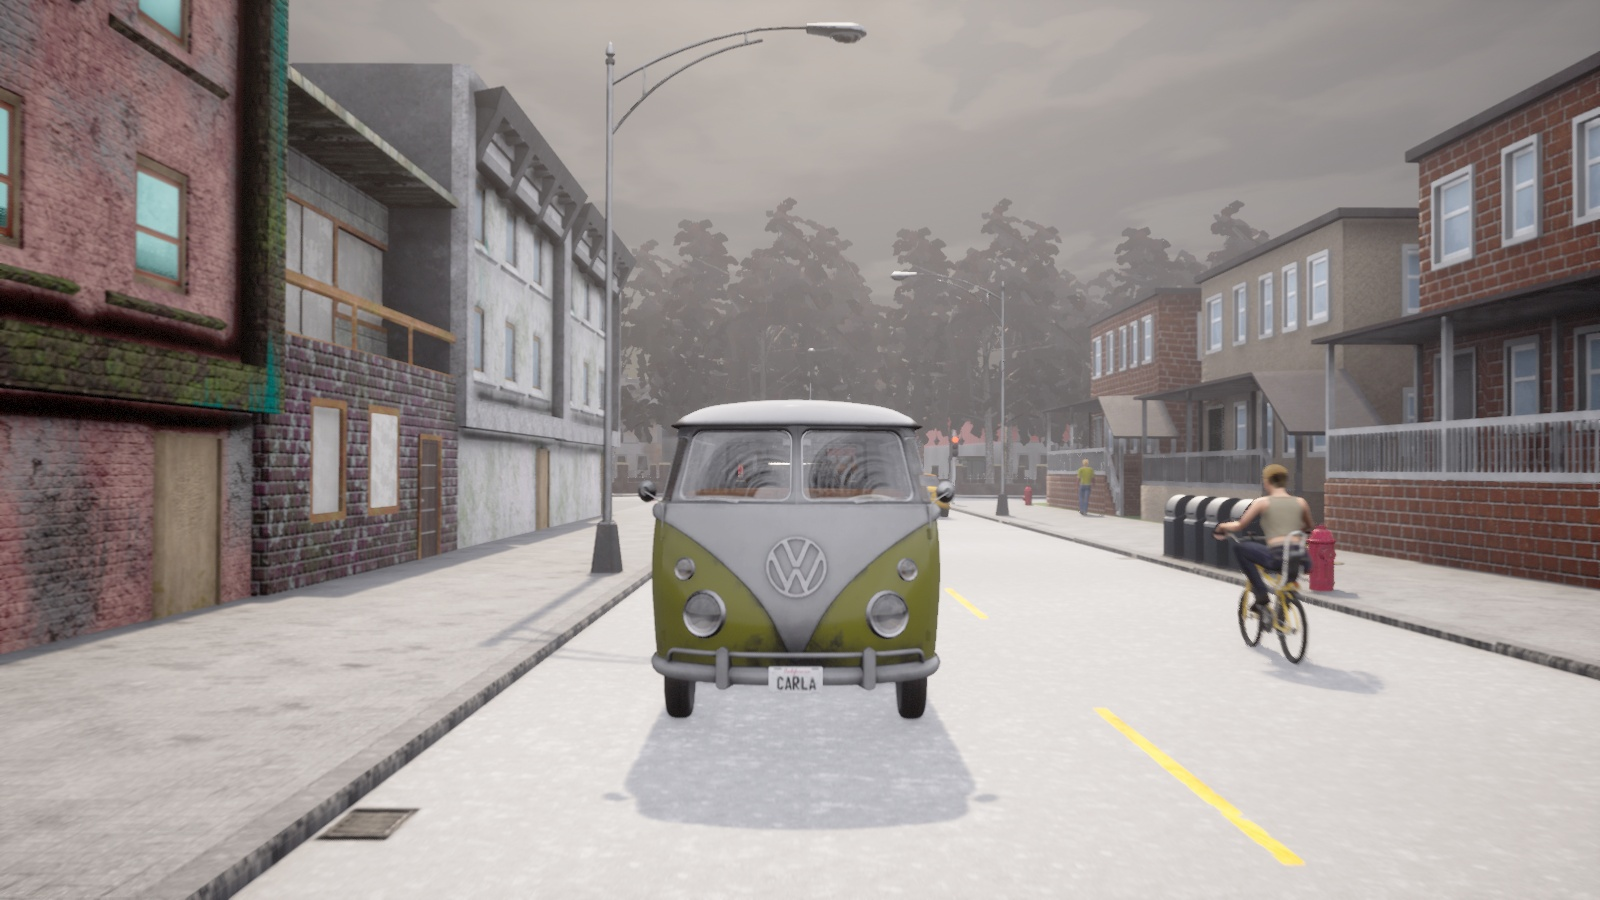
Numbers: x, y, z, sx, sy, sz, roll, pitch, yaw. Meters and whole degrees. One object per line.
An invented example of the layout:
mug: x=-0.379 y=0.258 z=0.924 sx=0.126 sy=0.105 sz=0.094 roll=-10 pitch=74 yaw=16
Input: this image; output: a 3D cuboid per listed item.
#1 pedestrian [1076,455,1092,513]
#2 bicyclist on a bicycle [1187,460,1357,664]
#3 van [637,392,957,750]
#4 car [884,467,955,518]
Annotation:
pedestrian: x=9.150 y=1.100 z=40.515 sx=0.354 sy=1.836 sz=0.706 roll=0 pitch=-1 yaw=1
bicyclist on a bicycle: x=3.970 y=0.895 z=10.697 sx=0.866 sy=1.612 sz=1.509 roll=0 pitch=-1 yaw=0
van: x=-0.022 y=0.705 z=9.216 sx=1.775 sy=1.987 sz=4.442 roll=0 pitch=-1 yaw=0
car: x=3.904 y=1.369 z=41.777 sx=1.801 sy=1.575 sz=5.366 roll=0 pitch=-1 yaw=0
